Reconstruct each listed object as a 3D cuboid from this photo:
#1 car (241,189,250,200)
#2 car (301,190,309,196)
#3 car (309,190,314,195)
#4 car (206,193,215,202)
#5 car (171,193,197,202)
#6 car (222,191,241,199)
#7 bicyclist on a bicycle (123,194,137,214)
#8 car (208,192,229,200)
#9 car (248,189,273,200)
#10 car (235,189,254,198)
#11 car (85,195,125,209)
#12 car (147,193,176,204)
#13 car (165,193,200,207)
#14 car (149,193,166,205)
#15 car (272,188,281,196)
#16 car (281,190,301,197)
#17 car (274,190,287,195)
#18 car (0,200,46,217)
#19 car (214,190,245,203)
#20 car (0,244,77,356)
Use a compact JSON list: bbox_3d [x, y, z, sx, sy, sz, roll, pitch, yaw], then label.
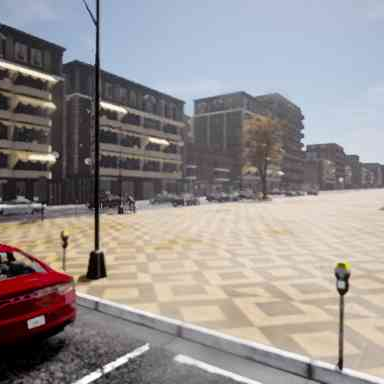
[{"bbox_3d":[10.016,0.686,60.222,2.033,1.411,5.357,1,1,35],"label":"car"},{"bbox_3d":[24.636,0.374,76.596,2.008,1.369,4.403,2,2,35],"label":"car"},{"bbox_3d":[30.976,0.092,85.751,1.967,1.590,4.097,2,2,35],"label":"car"},{"bbox_3d":[4.159,0.848,51.670,2.033,1.411,5.357,1,1,35],"label":"car"},{"bbox_3d":[-1.273,0.828,53.893,2.008,1.369,4.403,2,2,35],"label":"car"},{"bbox_3d":[8.140,0.545,67.489,1.752,1.417,4.829,2,2,35],"label":"car"},{"bbox_3d":[-5.287,1.030,28.208,1.656,1.620,0.582,0,1,35],"label":"bicyclist on a bicycle"},{"bbox_3d":[5.067,0.669,63.051,1.947,1.339,4.313,2,2,35],"label":"car"},{"bbox_3d":[12.054,0.689,58.421,1.752,1.417,4.829,2,2,35],"label":"car"},{"bbox_3d":[11.409,0.246,72.203,2.192,1.841,5.009,2,2,35],"label":"car"},{"bbox_3d":[-9.663,1.091,37.239,1.837,1.490,4.892,1,1,35],"label":"car"},{"bbox_3d":[-4.442,0.930,49.314,1.947,1.339,4.313,2,2,35],"label":"car"},{"bbox_3d":[-0.722,1.065,39.965,2.008,1.369,4.403,2,2,35],"label":"car"},{"bbox_3d":[-3.796,0.916,45.694,2.128,1.511,4.902,1,1,35],"label":"car"},{"bbox_3d":[20.918,-0.010,85.939,2.192,1.841,5.009,2,2,35],"label":"car"},{"bbox_3d":[21.467,0.460,72.018,2.008,1.369,4.403,2,2,35],"label":"car"},{"bbox_3d":[24.085,0.134,90.524,1.887,1.381,4.507,2,2,35],"label":"car"},{"bbox_3d":[-15.391,1.346,28.971,1.895,1.301,4.718,1,1,35],"label":"car"},{"bbox_3d":[5.617,0.891,49.123,2.008,1.369,4.403,2,2,35],"label":"car"},{"bbox_3d":[-3.826,1.548,5.594,4.507,1.381,1.887,0,0,36],"label":"car"}]
